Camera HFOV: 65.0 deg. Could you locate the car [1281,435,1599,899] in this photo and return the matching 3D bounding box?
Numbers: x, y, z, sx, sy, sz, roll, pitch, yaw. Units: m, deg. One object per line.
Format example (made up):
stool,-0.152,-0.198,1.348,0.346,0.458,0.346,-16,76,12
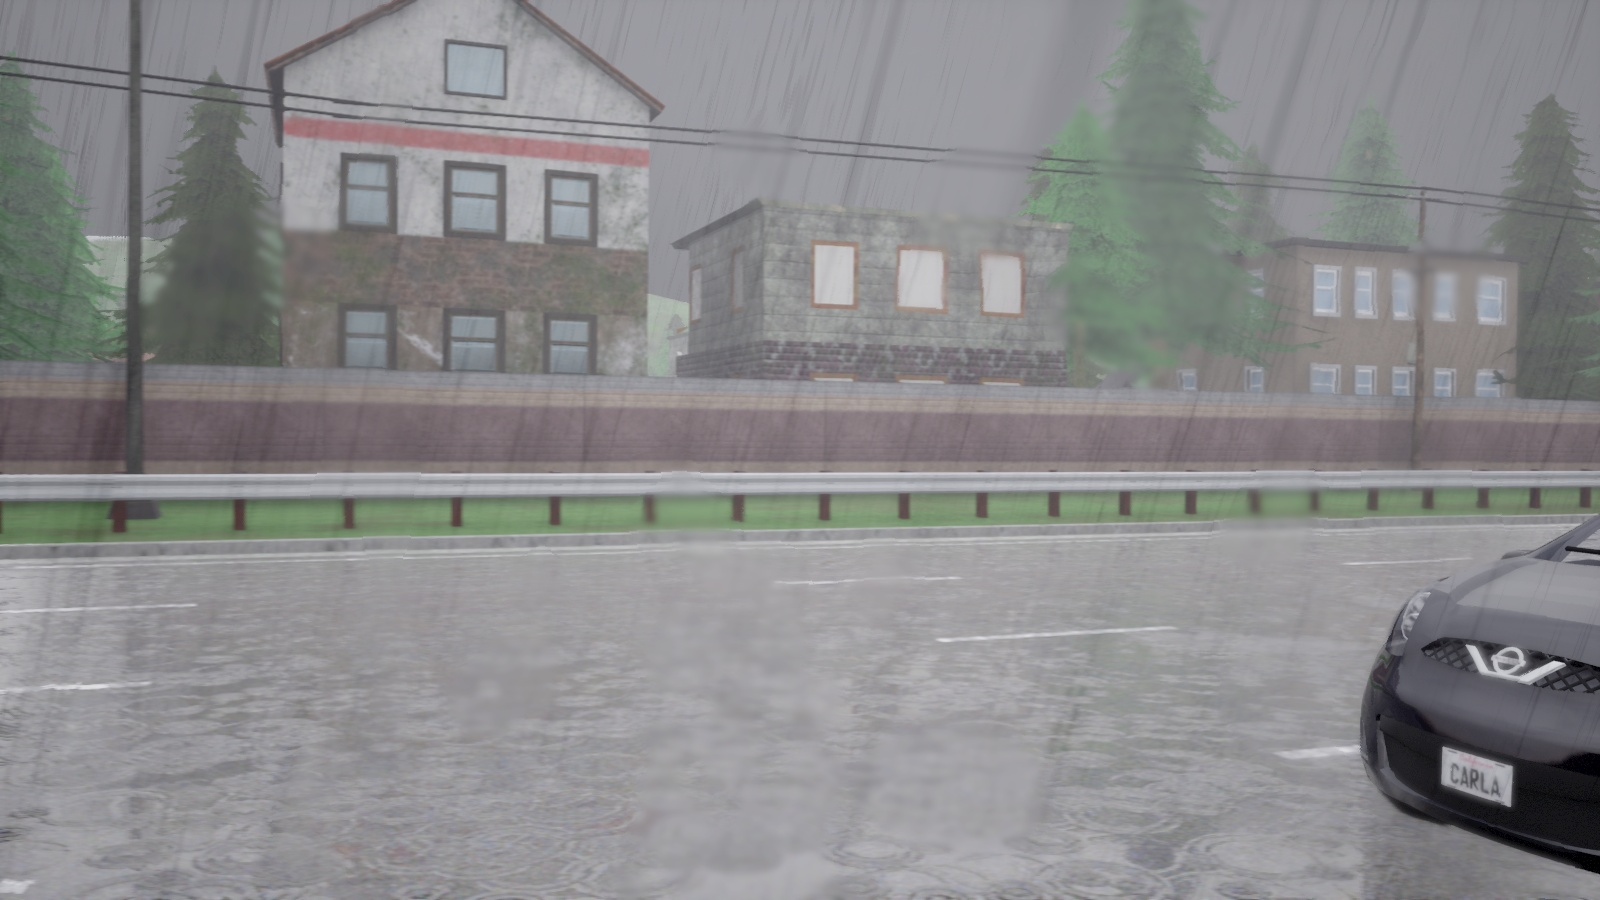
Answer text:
car,3.922,0.693,4.728,3.633,1.501,1.845,-1,1,-21
